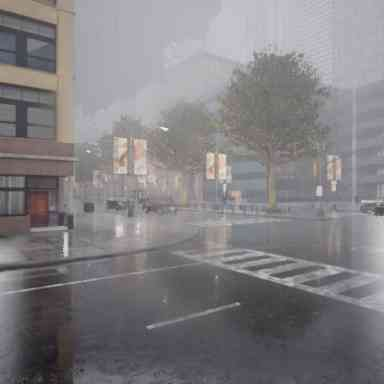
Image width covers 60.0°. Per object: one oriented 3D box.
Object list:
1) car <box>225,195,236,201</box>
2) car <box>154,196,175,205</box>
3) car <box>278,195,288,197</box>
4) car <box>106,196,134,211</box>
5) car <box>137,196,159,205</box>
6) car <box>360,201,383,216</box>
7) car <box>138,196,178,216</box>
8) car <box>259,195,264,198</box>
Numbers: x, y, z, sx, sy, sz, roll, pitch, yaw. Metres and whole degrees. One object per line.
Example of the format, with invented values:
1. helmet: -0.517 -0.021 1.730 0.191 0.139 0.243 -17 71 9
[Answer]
1. car: 8.022 1.397 76.669 2.161 1.482 4.786 0 0 -36
2. car: -5.167 1.554 61.908 1.994 1.385 4.181 0 0 -36
3. car: 18.484 1.303 69.165 2.002 1.452 4.674 0 0 -36
4. car: -8.940 1.347 41.294 2.097 1.767 4.553 0 0 -35
5. car: -8.012 1.469 59.870 1.882 1.535 5.008 0 0 -36
6. car: 18.608 1.481 31.372 4.902 1.511 2.128 0 0 29
7. car: -3.225 1.486 33.279 2.128 1.511 4.902 0 0 -36
8. car: 17.687 1.443 83.099 1.895 1.301 4.718 0 0 -36
